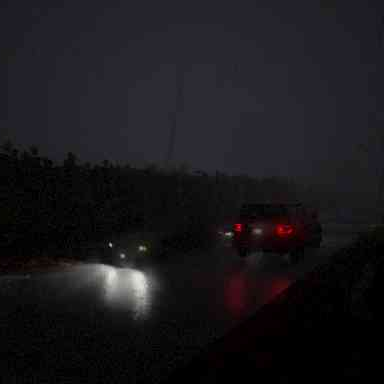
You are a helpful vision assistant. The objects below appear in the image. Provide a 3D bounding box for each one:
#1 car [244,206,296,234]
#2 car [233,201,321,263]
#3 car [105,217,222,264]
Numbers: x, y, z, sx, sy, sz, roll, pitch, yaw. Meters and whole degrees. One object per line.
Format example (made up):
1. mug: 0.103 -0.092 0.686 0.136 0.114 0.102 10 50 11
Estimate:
1. car: 5.223 1.753 21.887 1.812 1.442 4.674 -1 -1 33
2. car: 3.457 1.359 12.890 2.150 2.045 5.566 -1 -1 31
3. car: -0.767 1.695 12.917 2.033 1.411 5.357 -1 -1 34
